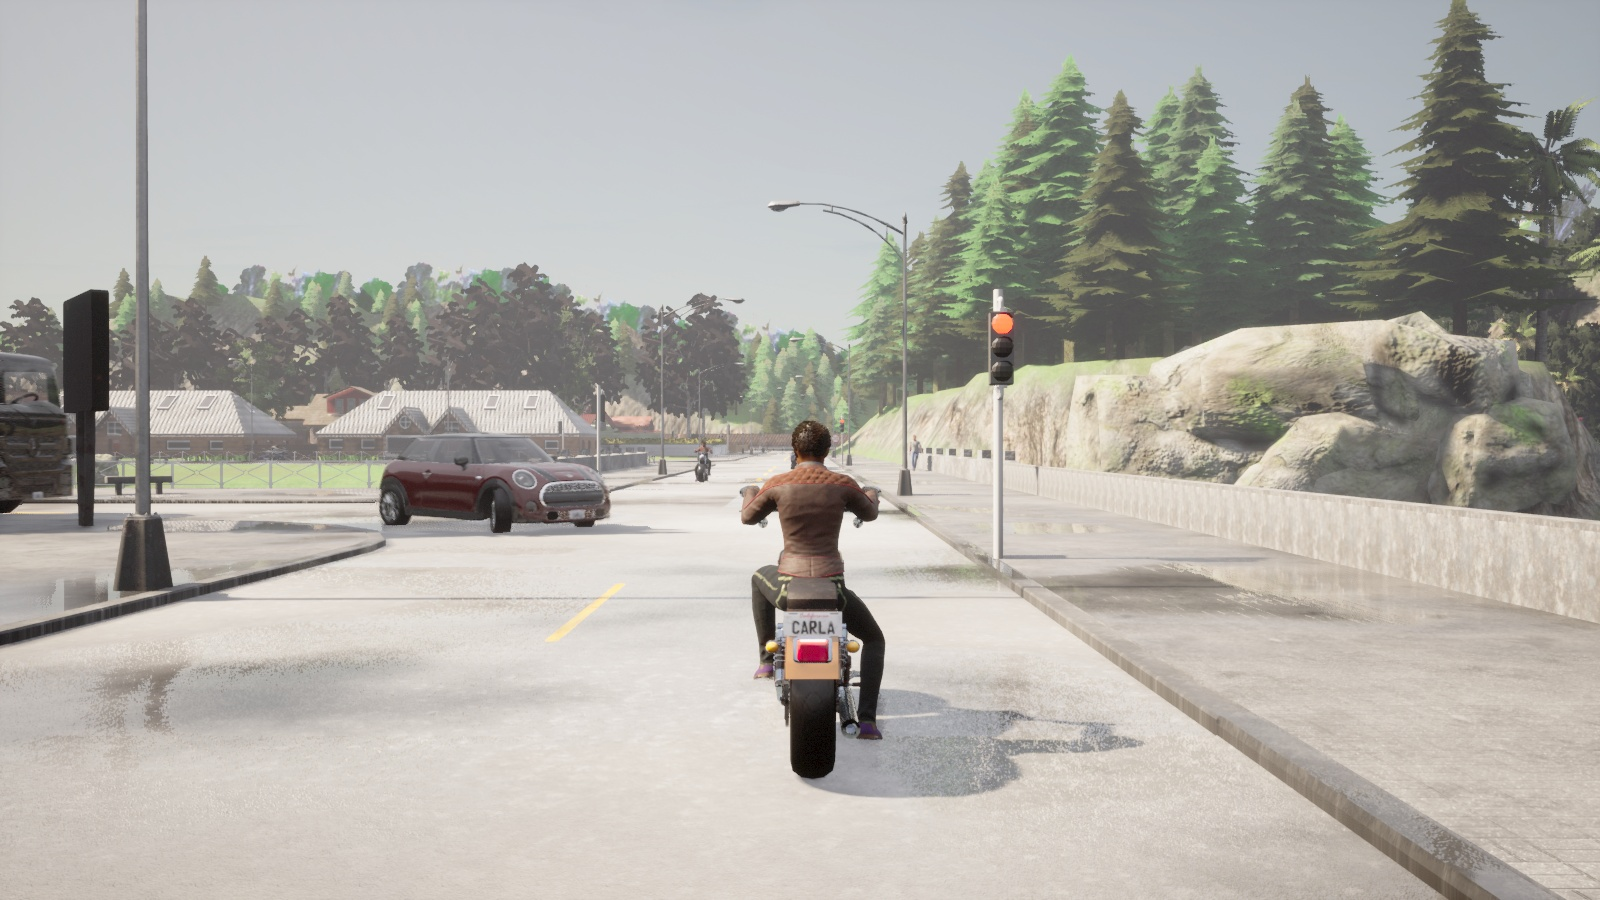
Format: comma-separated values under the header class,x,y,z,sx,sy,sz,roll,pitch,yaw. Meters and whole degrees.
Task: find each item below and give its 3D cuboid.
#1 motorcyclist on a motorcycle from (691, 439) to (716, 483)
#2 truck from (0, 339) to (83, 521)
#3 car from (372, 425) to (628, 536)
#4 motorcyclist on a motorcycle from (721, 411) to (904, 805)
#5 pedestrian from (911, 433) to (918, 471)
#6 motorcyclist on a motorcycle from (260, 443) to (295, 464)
class,x,y,z,sx,sy,sz,roll,pitch,yaw
motorcyclist on a motorcycle,-3.716,0.421,48.349,0.766,1.649,2.350,0,0,0
truck,-19.126,-0.392,25.090,7.936,3.462,2.891,0,0,0
car,-5.375,0.474,22.209,4.553,1.767,2.097,0,1,40
motorcyclist on a motorcycle,0.055,0.661,6.438,0.766,1.649,2.350,0,0,0
pedestrian,5.564,0.117,60.997,0.354,1.836,0.706,0,0,4
motorcyclist on a motorcycle,-37.777,0.238,90.841,2.191,1.530,0.866,0,0,0
